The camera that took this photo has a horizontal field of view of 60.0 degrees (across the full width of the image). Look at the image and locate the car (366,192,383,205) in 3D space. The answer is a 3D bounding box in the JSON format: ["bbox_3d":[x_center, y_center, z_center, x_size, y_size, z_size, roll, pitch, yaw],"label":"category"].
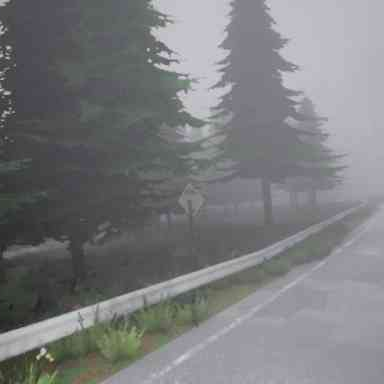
[{"bbox_3d":[21.865,0.705,38.224,1.895,1.301,4.718,-5,-1,8],"label":"car"}]
